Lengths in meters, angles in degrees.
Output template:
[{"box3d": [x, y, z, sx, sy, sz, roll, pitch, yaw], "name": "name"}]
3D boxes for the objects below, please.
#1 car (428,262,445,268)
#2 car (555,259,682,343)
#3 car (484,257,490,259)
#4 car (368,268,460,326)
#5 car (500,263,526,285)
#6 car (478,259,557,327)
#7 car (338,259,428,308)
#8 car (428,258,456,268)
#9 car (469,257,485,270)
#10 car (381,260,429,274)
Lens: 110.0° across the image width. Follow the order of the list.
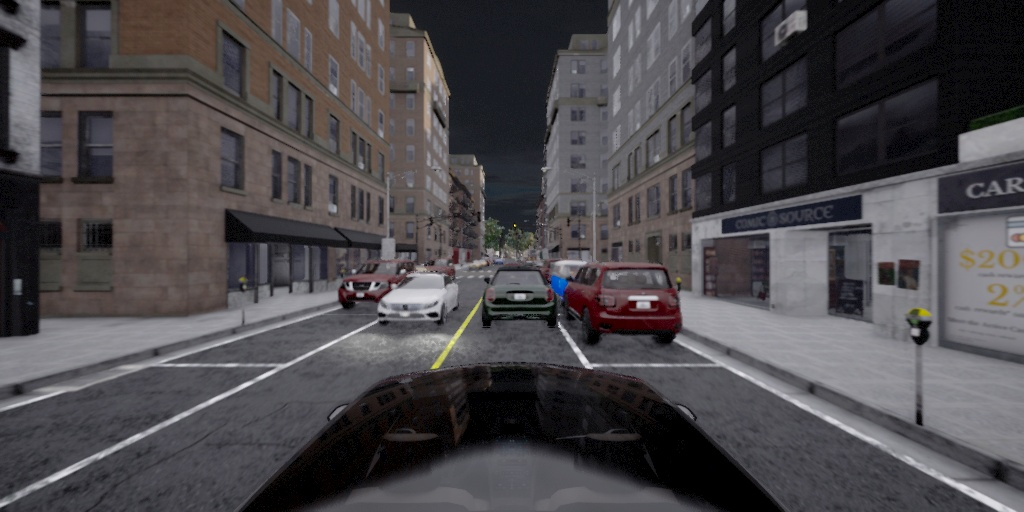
[{"box3d": [-5.399, 1.279, 20.779, 1.751, 1.417, 4.829, 0, 0, 0], "name": "car"}, {"box3d": [2.638, 1.066, 9.590, 2.192, 1.841, 5.009, 0, 0, 0], "name": "car"}, {"box3d": [-5.410, 1.284, 64.429, 1.751, 1.417, 4.829, 0, 0, 0], "name": "car"}, {"box3d": [-2.846, 1.278, 11.864, 1.812, 1.442, 4.674, 0, 0, 0], "name": "car"}, {"box3d": [0.116, 1.279, 27.166, 1.812, 1.442, 4.674, 0, 0, 1], "name": "car"}, {"box3d": [0.151, 1.104, 11.675, 2.097, 1.767, 4.553, 0, 0, -2], "name": "car"}, {"box3d": [-5.398, 1.067, 15.272, 2.192, 1.841, 5.009, 0, 0, 0], "name": "car"}, {"box3d": [-5.400, 1.069, 26.628, 2.192, 1.841, 5.009, 0, 0, 0], "name": "car"}, {"box3d": [-5.415, 1.282, 53.465, 1.751, 1.417, 4.829, 0, 0, 0], "name": "car"}, {"box3d": [-12.378, 1.284, 41.530, 5.008, 1.535, 1.882, 0, 0, 4], "name": "car"}]
